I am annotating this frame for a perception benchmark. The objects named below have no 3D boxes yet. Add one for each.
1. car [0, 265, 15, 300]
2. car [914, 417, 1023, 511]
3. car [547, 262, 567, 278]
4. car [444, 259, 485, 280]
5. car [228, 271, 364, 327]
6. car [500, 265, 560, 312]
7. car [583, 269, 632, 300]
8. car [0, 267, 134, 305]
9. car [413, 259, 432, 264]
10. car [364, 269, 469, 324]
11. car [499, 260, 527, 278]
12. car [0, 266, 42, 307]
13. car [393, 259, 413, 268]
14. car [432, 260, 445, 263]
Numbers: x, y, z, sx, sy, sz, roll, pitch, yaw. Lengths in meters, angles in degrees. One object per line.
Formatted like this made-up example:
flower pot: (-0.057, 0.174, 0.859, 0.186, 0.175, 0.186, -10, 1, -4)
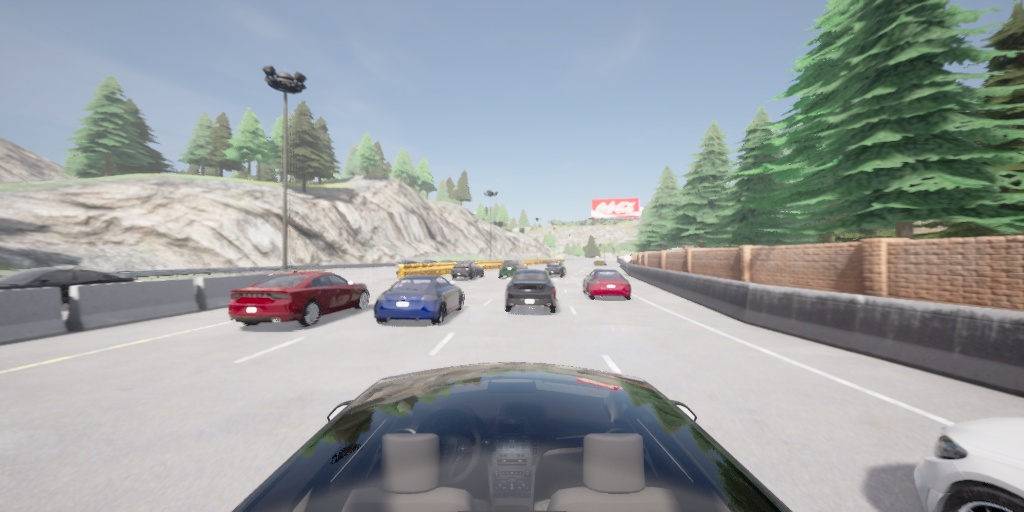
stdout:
car: (-24.040, 1.173, 14.104, 1.882, 1.535, 5.008, 0, 0, 5)
car: (3.659, 1.285, 0.426, 1.812, 1.442, 4.674, 0, 0, -1)
car: (4.378, 1.301, 35.823, 2.128, 1.511, 4.902, 0, 0, 14)
car: (-3.785, 1.271, 31.360, 2.128, 1.511, 4.902, 0, 0, 11)
car: (-6.447, 1.222, 11.570, 1.882, 1.535, 5.008, 0, 0, 4)
car: (0.793, 1.275, 14.411, 1.837, 1.490, 4.892, 0, 0, 5)
car: (4.733, 1.351, 18.284, 1.994, 1.385, 4.181, 0, 0, 7)
car: (-17.095, 1.193, 13.159, 1.882, 1.535, 5.008, 0, 0, 4)
car: (-14.423, 1.315, 61.404, 1.812, 1.442, 4.674, 0, 0, 15)
car: (-2.905, 1.320, 12.003, 1.994, 1.385, 4.181, 0, 0, 4)
car: (0.227, 1.146, 33.408, 2.097, 1.767, 4.553, 0, 0, 12)
car: (-20.651, 1.181, 12.462, 1.882, 1.535, 5.008, 0, 0, 4)
car: (-18.193, 1.270, 60.861, 2.128, 1.511, 4.902, 0, 0, 16)
car: (-11.119, 1.323, 60.241, 1.812, 1.442, 4.674, 0, 0, 15)
